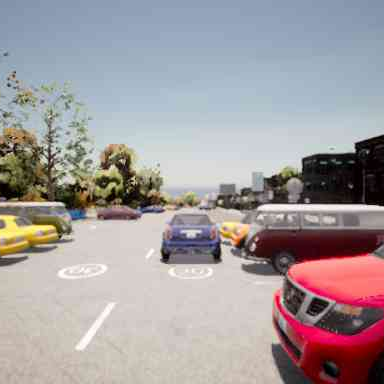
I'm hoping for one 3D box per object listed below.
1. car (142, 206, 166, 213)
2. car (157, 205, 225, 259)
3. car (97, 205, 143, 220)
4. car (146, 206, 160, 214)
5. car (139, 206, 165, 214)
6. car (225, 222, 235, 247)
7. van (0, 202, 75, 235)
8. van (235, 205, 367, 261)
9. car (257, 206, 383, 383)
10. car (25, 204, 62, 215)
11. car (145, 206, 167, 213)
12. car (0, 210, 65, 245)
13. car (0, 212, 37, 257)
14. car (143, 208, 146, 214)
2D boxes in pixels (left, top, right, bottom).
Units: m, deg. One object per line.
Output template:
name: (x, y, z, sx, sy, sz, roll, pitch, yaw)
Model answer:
car: (-8.186, 3.765, 71.702, 5.008, 1.535, 2.097, 0, -2, 0)
car: (-0.014, 1.544, 13.468, 2.097, 1.767, 4.553, 0, -1, 0)
car: (-8.387, 2.465, 37.672, 4.674, 1.452, 2.002, 0, -2, 0)
car: (-8.225, 3.547, 65.156, 4.674, 1.452, 2.002, 0, -2, 0)
car: (-8.198, 3.638, 68.431, 4.892, 1.521, 2.231, 0, -2, 0)
car: (4.067, 1.730, 16.261, 5.366, 1.575, 1.946, 0, -1, 0)
van: (-8.270, 1.522, 16.896, 4.442, 1.987, 1.878, 0, -1, 0)
van: (3.775, 1.387, 10.311, 4.442, 1.987, 1.878, 0, -1, 0)
car: (3.878, 1.269, 4.120, 5.566, 2.045, 2.435, 0, -1, 0)
car: (-23.437, 2.702, 52.570, 4.902, 1.511, 2.128, 1, 0, 0)
car: (-8.155, 3.930, 74.847, 4.674, 1.452, 2.002, 0, -2, 0)
car: (-8.568, 1.683, 14.097, 5.366, 1.575, 1.946, 0, -1, 0)
car: (-8.565, 1.630, 11.436, 5.366, 1.575, 1.946, 0, -1, 0)
car: (-8.437, 2.422, 40.847, 4.553, 1.767, 2.185, 0, -2, 0)
